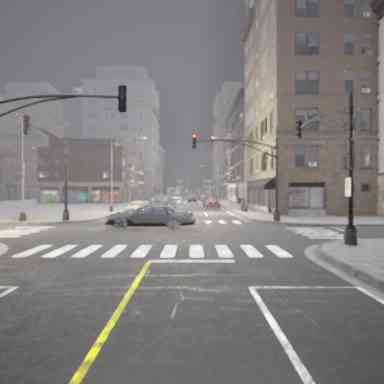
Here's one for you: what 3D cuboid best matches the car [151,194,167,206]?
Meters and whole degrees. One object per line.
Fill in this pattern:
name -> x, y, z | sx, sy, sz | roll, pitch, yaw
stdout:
car -> -5.359, 1.223, 54.862 | 2.192, 1.841, 5.009 | 0, 0, 0

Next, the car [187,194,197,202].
car -> 0.038, 1.235, 72.269 | 2.097, 1.767, 4.553 | 0, 0, 0

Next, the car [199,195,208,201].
car -> 2.678, 1.422, 77.506 | 2.008, 1.369, 4.403 | 0, 0, 0

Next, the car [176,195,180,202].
car -> -2.816, 1.435, 40.787 | 1.837, 1.490, 4.892 | 0, 0, 0

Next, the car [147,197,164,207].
car -> -5.362, 1.468, 49.201 | 2.008, 1.369, 4.403 | 0, 0, 0

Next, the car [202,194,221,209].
car -> 2.660, 1.366, 43.534 | 1.967, 1.590, 4.097 | 0, 0, 0

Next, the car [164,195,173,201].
car -> -5.347, 1.397, 77.340 | 1.752, 1.417, 4.829 | 0, 0, 0

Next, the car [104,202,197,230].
car -> -2.422, 1.508, 19.982 | 5.357, 1.411, 2.033 | 0, 0, 0

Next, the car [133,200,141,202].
car -> -5.371, 1.470, 32.045 | 1.752, 1.417, 4.829 | 0, 0, 0

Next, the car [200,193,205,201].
car -> 2.663, 1.232, 49.196 | 2.192, 1.841, 5.009 | 0, 0, 0

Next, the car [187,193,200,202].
car -> 0.034, 1.401, 62.153 | 1.837, 1.490, 4.892 | 0, 0, 0

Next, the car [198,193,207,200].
car -> 2.684, 1.168, 88.829 | 2.192, 1.841, 5.009 | 0, 0, 0

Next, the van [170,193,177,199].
van -> -5.338, 1.186, 94.495 | 1.690, 1.788, 3.998 | 0, 0, 0

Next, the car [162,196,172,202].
car -> -5.350, 1.462, 71.849 | 1.802, 1.307, 4.206 | 0, 0, 0

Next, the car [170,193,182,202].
car -> -2.742, 1.128, 53.930 | 2.150, 2.045, 5.566 | 0, 0, 0

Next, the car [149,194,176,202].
car -> -2.786, 1.300, 30.534 | 2.097, 1.767, 4.553 | 0, 0, -1
